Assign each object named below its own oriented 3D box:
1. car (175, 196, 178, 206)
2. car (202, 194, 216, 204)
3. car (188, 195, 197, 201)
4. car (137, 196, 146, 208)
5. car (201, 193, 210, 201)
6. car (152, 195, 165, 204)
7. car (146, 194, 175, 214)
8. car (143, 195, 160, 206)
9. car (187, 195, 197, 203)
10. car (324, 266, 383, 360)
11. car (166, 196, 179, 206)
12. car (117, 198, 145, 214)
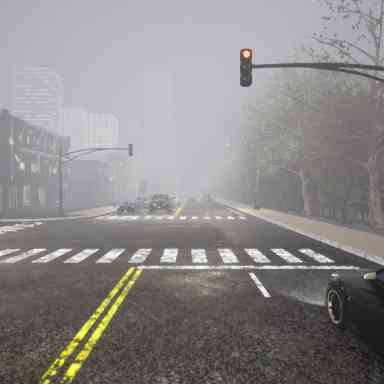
[{"bbox_3d":[-3.318,1.511,46.280,1.812,1.442,4.674,0,0,0],"label":"car"},{"bbox_3d":[3.378,1.578,62.927,1.895,1.301,4.718,0,0,0],"label":"car"},{"bbox_3d":[0.031,1.342,76.901,2.033,1.411,5.357,0,0,0],"label":"car"},{"bbox_3d":[-6.571,1.338,44.249,2.097,1.767,4.553,0,0,0],"label":"car"},{"bbox_3d":[3.283,1.195,76.898,2.150,2.045,5.566,0,0,0],"label":"car"},{"bbox_3d":[-6.512,1.454,65.459,1.882,1.535,5.008,0,0,1],"label":"car"},{"bbox_3d":[-3.324,1.211,36.290,2.150,2.045,5.566,0,0,0],"label":"car"},{"bbox_3d":[-6.562,1.333,54.514,2.097,1.767,4.553,0,0,0],"label":"car"},{"bbox_3d":[0.026,1.467,66.482,2.128,1.511,4.902,0,0,0],"label":"car"},{"bbox_3d":[3.350,1.563,4.279,1.994,1.385,4.181,0,0,0],"label":"car"},{"bbox_3d":[-3.311,1.458,56.524,1.882,1.535,5.008,0,0,0],"label":"car"},{"bbox_3d":[-6.592,1.590,35.338,1.895,1.301,4.718,0,0,1],"label":"car"}]
